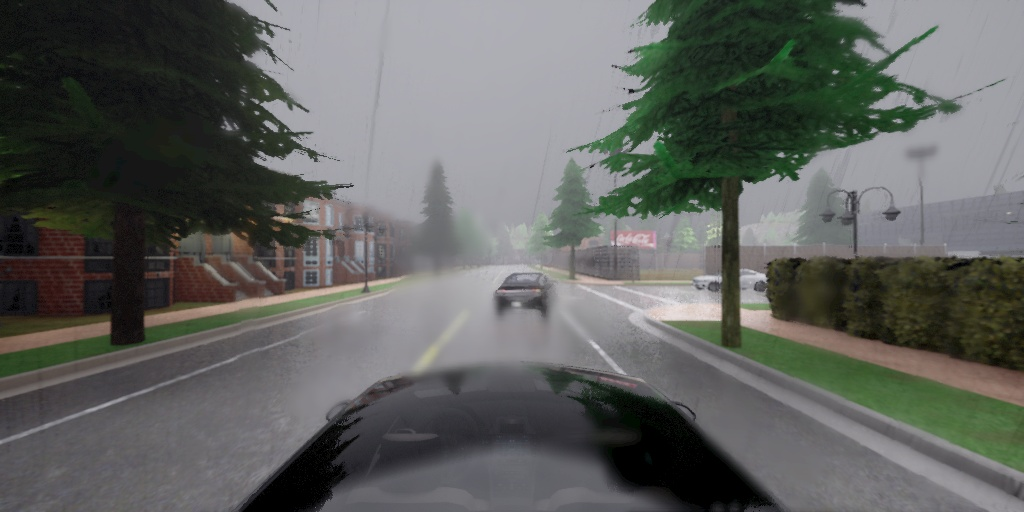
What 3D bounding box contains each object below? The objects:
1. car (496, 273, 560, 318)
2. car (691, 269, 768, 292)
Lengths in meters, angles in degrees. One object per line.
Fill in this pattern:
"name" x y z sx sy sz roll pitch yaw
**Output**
"car" 0.713 1.383 13.807 2.128 1.511 4.902 0 -1 12
"car" 14.104 1.536 23.153 4.674 1.442 1.812 0 -1 1
